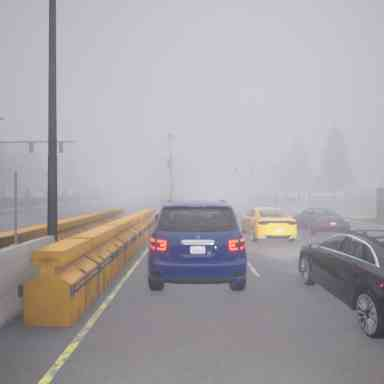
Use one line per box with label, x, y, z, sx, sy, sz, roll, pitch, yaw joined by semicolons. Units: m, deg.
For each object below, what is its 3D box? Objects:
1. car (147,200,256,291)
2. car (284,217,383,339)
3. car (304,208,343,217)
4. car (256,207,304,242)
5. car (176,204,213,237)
car;0.116;1.220;9.153;2.150;2.045;5.566;0;0;0
car;3.608;1.491;6.548;2.128;1.511;4.902;0;0;0
car;7.131;1.562;18.785;1.994;1.385;4.181;0;0;0
car;3.627;1.476;16.391;1.882;1.535;5.008;0;0;0
car;0.131;1.502;19.002;1.837;1.490;4.892;0;0;0
